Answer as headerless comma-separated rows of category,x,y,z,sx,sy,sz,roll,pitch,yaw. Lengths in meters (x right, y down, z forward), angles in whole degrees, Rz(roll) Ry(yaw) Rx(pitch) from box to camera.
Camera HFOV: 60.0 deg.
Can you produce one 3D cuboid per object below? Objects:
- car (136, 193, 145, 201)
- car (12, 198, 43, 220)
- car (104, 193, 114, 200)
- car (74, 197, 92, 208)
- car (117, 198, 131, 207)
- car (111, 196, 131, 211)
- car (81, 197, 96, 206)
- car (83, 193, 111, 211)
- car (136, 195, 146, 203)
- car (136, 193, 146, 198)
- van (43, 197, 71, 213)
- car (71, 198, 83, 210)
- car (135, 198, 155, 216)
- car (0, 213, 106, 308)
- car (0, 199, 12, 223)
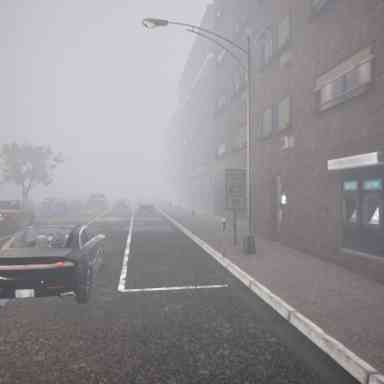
car,-12.898,1.270,82.617,2.192,1.841,5.009,1,0,-9
car,-10.963,1.325,19.952,2.192,1.841,5.009,0,0,-9
car,-23.016,1.257,92.359,2.192,1.841,5.009,1,0,-9
car,-15.572,1.526,47.633,1.752,1.417,4.829,0,0,-9
car,-10.370,1.595,51.143,1.895,1.301,4.718,0,0,-9
car,-8.687,1.527,41.280,1.812,1.442,4.674,0,0,-9
car,-16.528,1.577,53.371,1.802,1.307,4.206,1,0,-9
car,-11.946,1.224,42.188,2.150,2.045,5.566,0,0,-9
car,-11.045,1.411,71.478,1.967,1.590,4.097,1,0,-9
car,-10.118,1.417,65.909,1.967,1.590,4.097,0,0,-9
van,-12.817,1.350,31.091,1.690,1.788,3.998,0,0,-9
car,-14.673,1.586,42.231,1.802,1.307,4.206,0,0,-9
car,-4.555,1.554,32.487,2.008,1.369,4.403,0,0,-9
car,-3.210,1.495,7.989,2.128,1.511,4.902,0,0,-9
car,-10.035,1.324,14.382,2.192,1.841,5.009,0,0,-9
